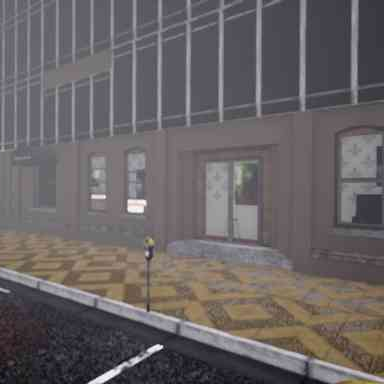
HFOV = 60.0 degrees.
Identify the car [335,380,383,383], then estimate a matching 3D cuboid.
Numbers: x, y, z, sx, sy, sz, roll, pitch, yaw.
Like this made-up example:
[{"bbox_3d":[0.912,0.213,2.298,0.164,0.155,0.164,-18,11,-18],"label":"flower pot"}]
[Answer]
[{"bbox_3d":[2.621,1.538,1.004,4.829,1.417,1.752,1,0,36],"label":"car"}]
